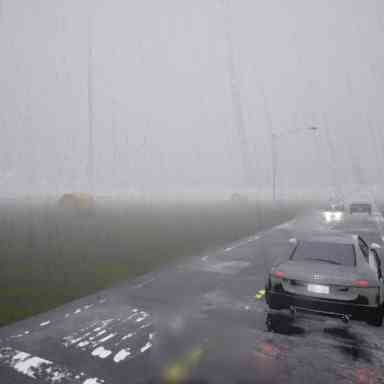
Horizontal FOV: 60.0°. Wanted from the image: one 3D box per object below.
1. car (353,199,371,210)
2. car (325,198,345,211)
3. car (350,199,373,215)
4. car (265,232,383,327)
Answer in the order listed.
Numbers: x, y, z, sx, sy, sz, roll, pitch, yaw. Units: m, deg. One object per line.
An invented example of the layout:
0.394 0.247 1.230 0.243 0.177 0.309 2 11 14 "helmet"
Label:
22.011 1.558 43.022 1.895 1.301 4.718 0 0 28 "car"
17.092 1.460 39.626 2.128 1.511 4.902 0 0 28 "car"
17.130 1.454 33.730 1.882 1.535 5.008 0 0 28 "car"
3.018 1.562 7.247 1.994 1.385 4.181 0 0 28 "car"
